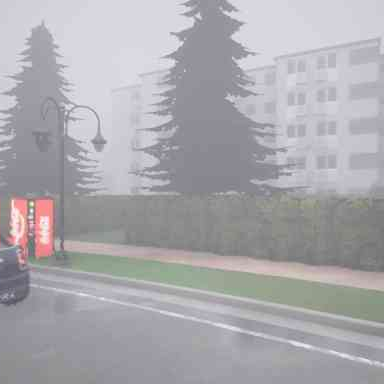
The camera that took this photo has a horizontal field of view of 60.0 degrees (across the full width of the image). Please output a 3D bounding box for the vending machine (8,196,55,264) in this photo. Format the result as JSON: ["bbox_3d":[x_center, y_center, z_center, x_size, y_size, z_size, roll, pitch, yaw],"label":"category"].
[{"bbox_3d":[-5.294,1.195,11.041,0.880,2.100,1.100,0,0,24],"label":"vending machine"}]

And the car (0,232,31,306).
[{"bbox_3d":[-5.415,1.351,6.550,4.553,1.767,2.097,0,0,27],"label":"car"}]
